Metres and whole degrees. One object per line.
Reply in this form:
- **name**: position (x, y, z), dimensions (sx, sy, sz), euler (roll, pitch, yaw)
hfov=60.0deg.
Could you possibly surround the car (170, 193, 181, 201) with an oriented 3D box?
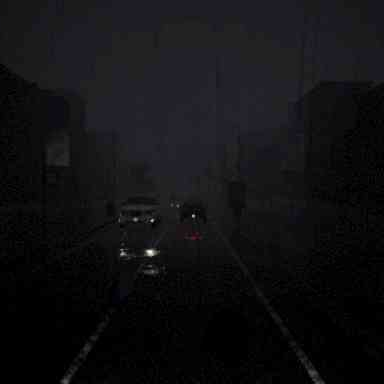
- **car**: position (-3.037, 0.961, 62.412), dimensions (2.128, 1.511, 4.902), euler (0, 1, 1)

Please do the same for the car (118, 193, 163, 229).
- **car**: position (-3.103, 1.126, 21.008), dimensions (2.150, 2.045, 5.566), euler (0, 0, 0)

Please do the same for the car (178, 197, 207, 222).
- **car**: position (0.096, 1.371, 25.203), dimensions (1.837, 1.490, 4.892), euler (0, 0, 0)
